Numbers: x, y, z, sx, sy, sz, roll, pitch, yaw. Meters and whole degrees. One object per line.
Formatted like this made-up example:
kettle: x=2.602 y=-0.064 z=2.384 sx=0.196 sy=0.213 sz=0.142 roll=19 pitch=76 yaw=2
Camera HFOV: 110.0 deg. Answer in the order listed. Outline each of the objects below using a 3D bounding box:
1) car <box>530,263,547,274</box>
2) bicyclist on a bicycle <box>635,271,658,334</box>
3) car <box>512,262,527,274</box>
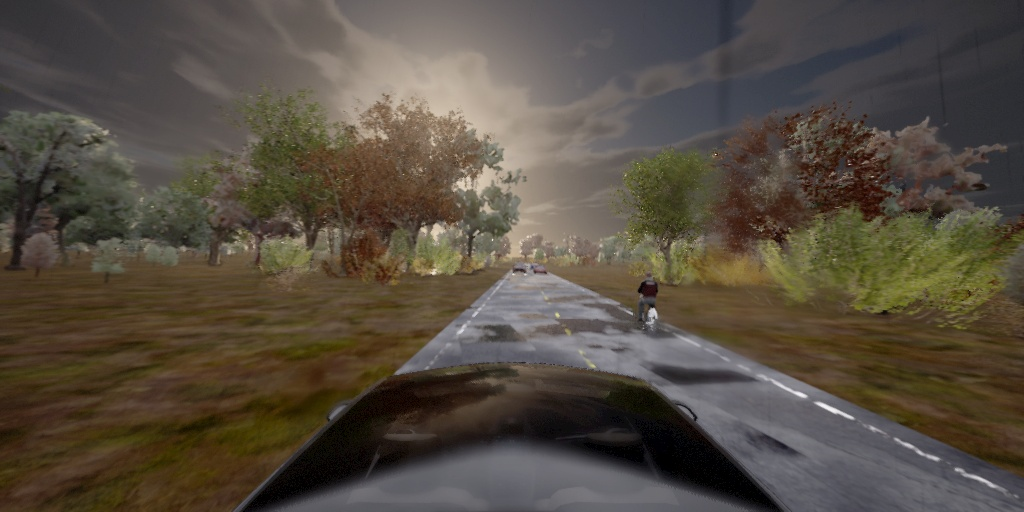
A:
car: x=4.360 y=2.073 z=56.269 sx=1.994 sy=1.385 sz=4.181 roll=1 pitch=-1 yaw=2
bicyclist on a bicycle: x=3.954 y=1.327 z=10.616 sx=0.659 sy=1.776 sz=1.843 roll=1 pitch=0 yaw=1
car: x=1.172 y=1.766 z=54.870 sx=2.097 sy=1.767 sz=4.553 roll=1 pitch=-1 yaw=2
